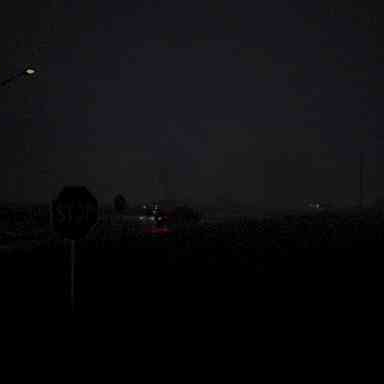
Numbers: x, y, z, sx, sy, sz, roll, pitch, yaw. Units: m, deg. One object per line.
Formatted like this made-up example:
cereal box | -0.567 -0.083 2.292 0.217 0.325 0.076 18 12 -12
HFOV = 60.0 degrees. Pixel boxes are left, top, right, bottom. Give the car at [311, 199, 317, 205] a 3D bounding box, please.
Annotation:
car | 31.845 2.514 84.902 1.837 1.490 4.892 1 0 36

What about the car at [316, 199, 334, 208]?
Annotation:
car | 26.834 2.390 66.000 1.837 1.490 4.892 1 0 36

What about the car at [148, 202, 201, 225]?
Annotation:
car | -1.100 1.851 27.284 1.812 1.442 4.674 1 0 36

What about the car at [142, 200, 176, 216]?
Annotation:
car | -3.278 1.615 36.226 2.097 1.767 4.553 1 -1 36
